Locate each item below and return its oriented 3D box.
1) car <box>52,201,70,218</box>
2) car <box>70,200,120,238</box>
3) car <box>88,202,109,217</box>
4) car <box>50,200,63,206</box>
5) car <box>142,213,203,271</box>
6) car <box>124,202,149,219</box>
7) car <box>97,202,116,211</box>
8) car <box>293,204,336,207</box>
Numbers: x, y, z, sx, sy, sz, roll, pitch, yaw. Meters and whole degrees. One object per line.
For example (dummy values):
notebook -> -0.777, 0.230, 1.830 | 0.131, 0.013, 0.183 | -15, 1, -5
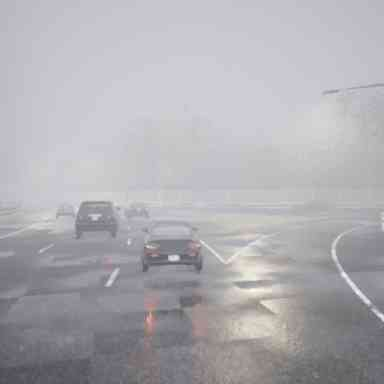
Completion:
car -> -13.697, 2.045, 36.130 | 2.033, 1.411, 5.357 | 0, -1, -20
car -> -5.499, 1.486, 19.697 | 2.150, 2.045, 5.566 | 0, -1, -11
car -> -11.255, 2.010, 39.650 | 1.882, 1.535, 5.008 | 0, -1, -22
car -> -31.187, 2.570, 77.328 | 4.892, 1.490, 1.837 | -1, -1, 44
car -> -0.730, 1.671, 11.398 | 1.812, 1.442, 4.674 | 0, -1, -6
car -> -5.817, 1.800, 34.475 | 2.097, 1.767, 4.553 | 0, -1, -17
car -> -13.657, 2.307, 53.045 | 1.895, 1.301, 4.718 | 0, -1, -28
car -> 15.114, 1.651, 41.369 | 5.357, 1.411, 2.033 | 0, -1, 6
